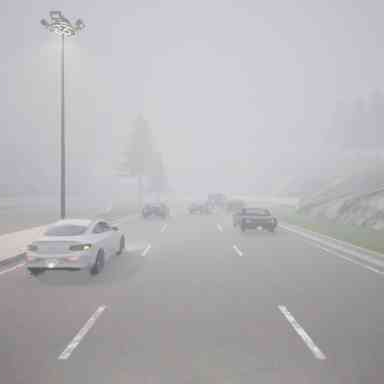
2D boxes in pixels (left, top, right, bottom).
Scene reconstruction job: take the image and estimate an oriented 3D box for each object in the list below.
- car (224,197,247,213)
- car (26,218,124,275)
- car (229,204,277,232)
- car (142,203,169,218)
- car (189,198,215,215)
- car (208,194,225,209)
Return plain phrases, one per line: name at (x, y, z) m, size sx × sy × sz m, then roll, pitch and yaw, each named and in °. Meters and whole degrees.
car at (5.116, 1.477, 37.464) m, size 1.882 × 1.535 × 5.008 m, roll 0°, pitch 0°, yaw 14°
car at (-3.398, 1.526, 10.357) m, size 1.812 × 1.442 × 4.674 m, roll 0°, pitch 0°, yaw 0°
car at (3.610, 1.601, 19.900) m, size 1.895 × 1.301 × 4.718 m, roll 0°, pitch 0°, yaw 0°
car at (-3.125, 1.601, 29.661) m, size 1.895 × 1.301 × 4.718 m, roll 0°, pitch 0°, yaw 3°
car at (0.953, 1.601, 34.428) m, size 1.895 × 1.301 × 4.718 m, roll 0°, pitch 0°, yaw 9°
car at (3.430, 1.221, 44.480) m, size 2.150 × 2.045 × 5.566 m, roll 0°, pitch 0°, yaw 16°
